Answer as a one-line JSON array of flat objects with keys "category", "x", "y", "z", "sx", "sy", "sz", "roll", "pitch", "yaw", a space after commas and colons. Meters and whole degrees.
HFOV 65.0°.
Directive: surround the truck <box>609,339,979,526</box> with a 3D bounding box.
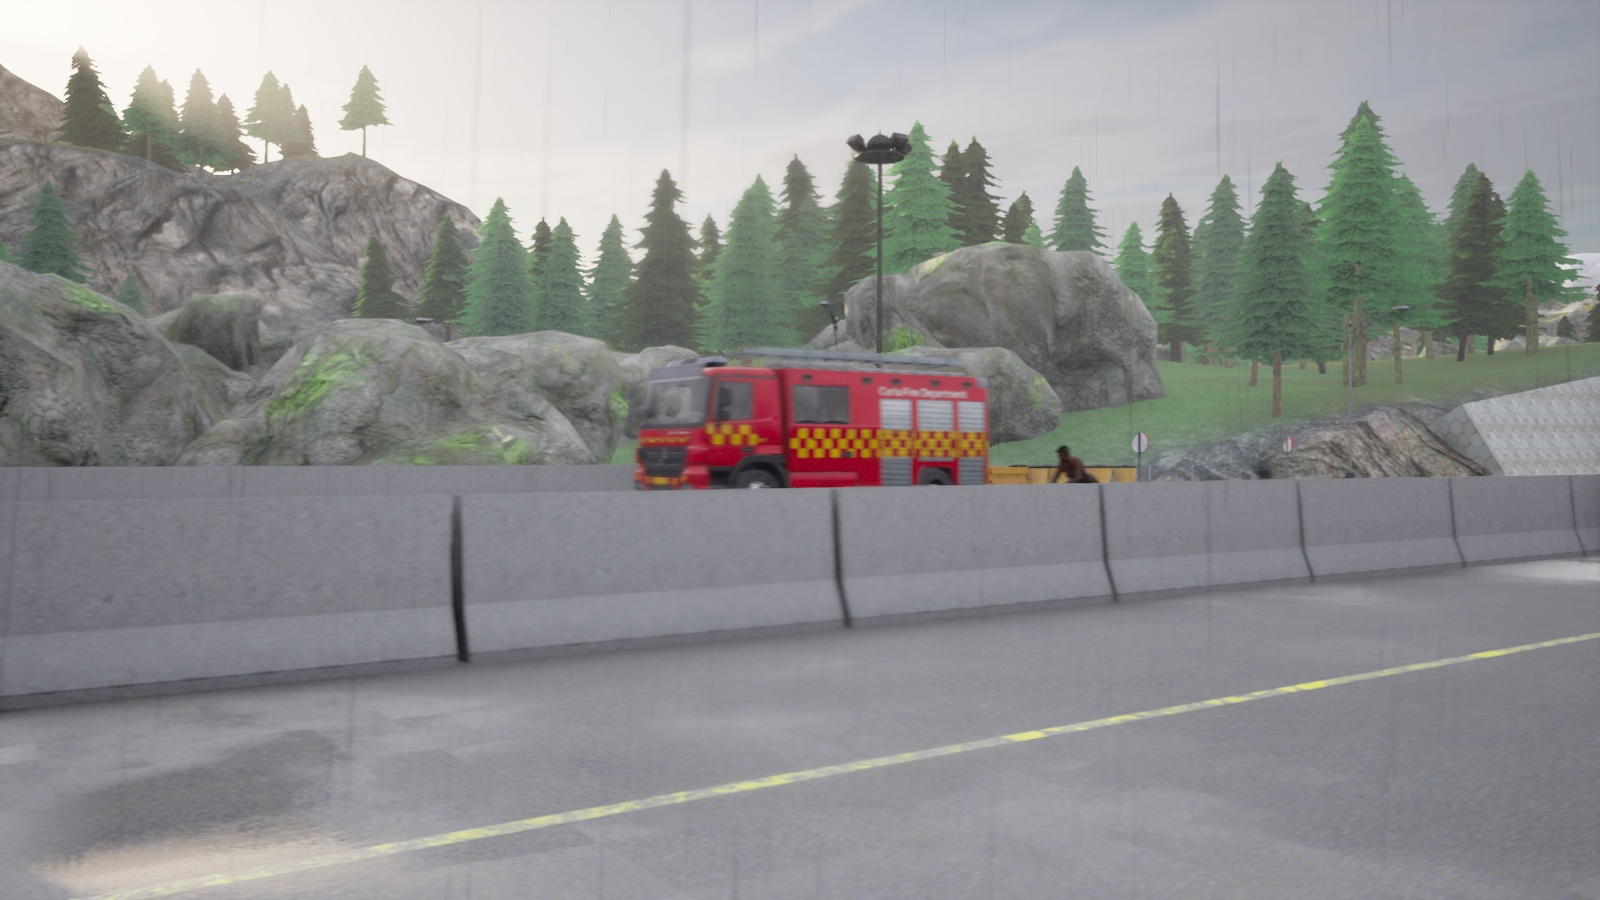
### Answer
[{"category": "truck", "x": 0.042, "y": -0.348, "z": 29.278, "sx": 8.468, "sy": 3.827, "sz": 2.891, "roll": 0, "pitch": 0, "yaw": -35}]
